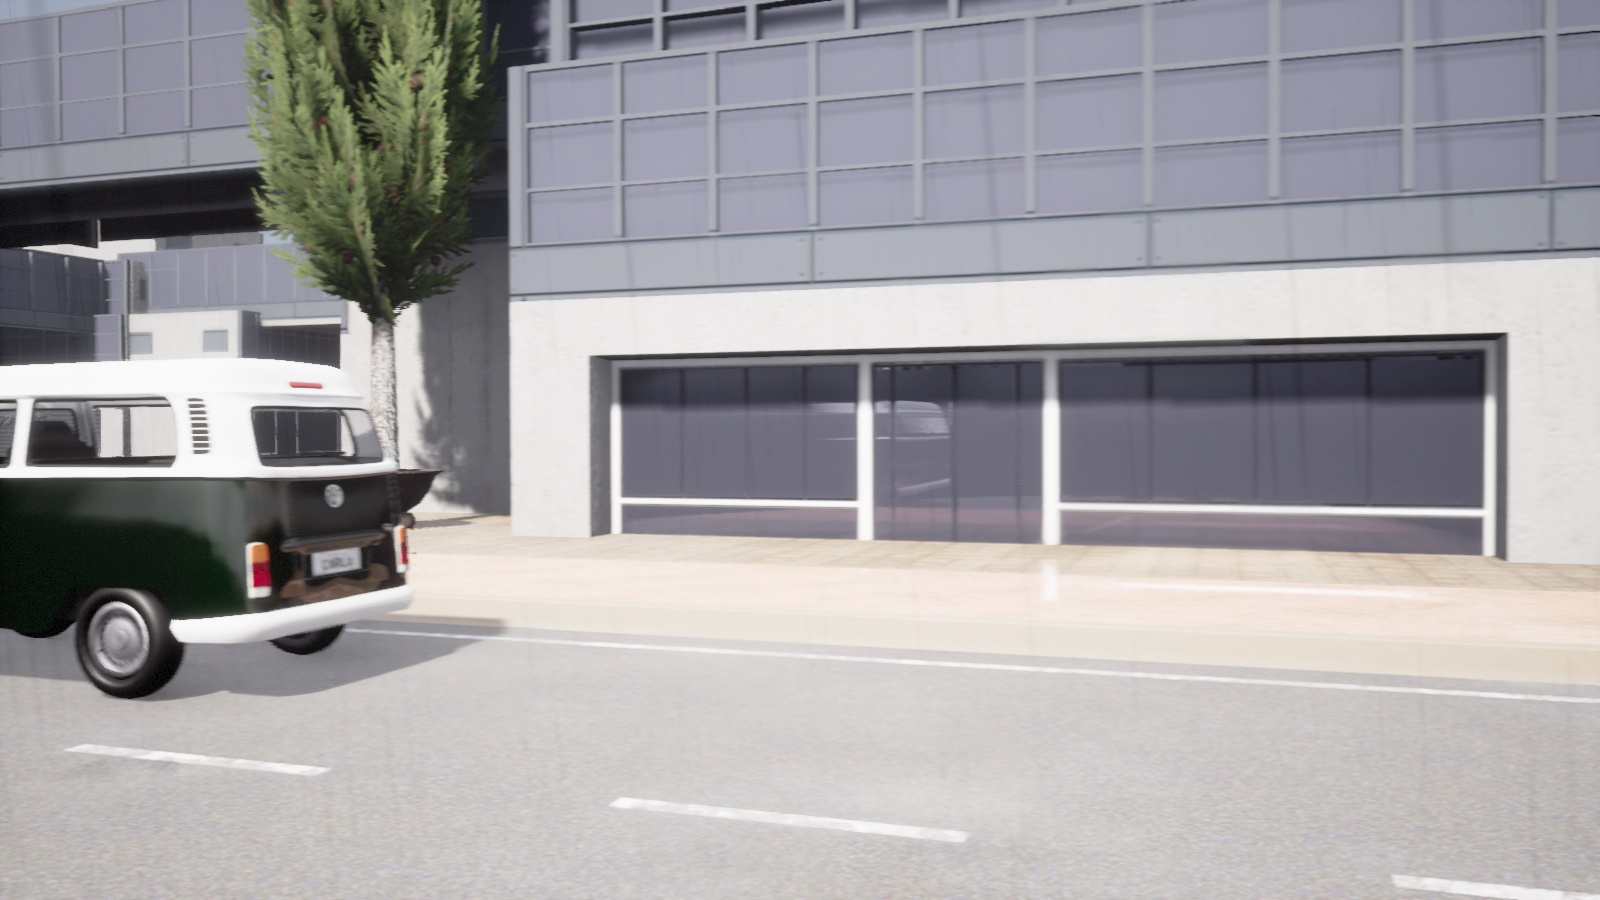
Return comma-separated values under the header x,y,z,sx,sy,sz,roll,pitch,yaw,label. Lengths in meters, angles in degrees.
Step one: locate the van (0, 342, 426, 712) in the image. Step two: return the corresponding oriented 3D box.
x,y,z,sx,sy,sz,roll,pitch,yaw,label
-5.096,0.393,8.595,4.480,2.038,2.069,1,1,19,van
